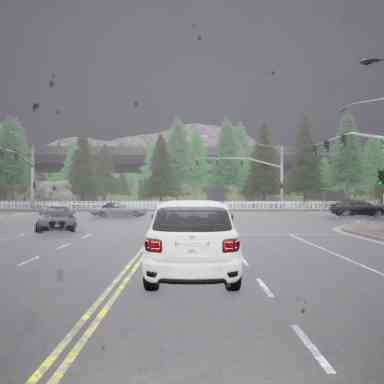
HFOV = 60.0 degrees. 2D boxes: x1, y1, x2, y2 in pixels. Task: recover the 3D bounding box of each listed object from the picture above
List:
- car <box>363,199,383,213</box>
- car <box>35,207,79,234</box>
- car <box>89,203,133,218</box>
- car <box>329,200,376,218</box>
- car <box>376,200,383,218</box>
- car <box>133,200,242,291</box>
[{"bbox_3d":[21.209,1.508,36.156,4.181,1.385,1.994,0,0,0],"label":"car"},{"bbox_3d":[-7.758,1.561,19.213,1.994,1.385,4.181,0,0,-22],"label":"car"},{"bbox_3d":[-6.281,1.572,28.837,4.718,1.301,1.895,0,0,0],"label":"car"},{"bbox_3d":[14.490,1.448,28.952,4.892,1.490,1.837,0,0,0],"label":"car"},{"bbox_3d":[17.633,1.166,25.469,5.566,2.045,2.150,0,0,0],"label":"car"},{"bbox_3d":[0.008,1.221,9.127,2.150,2.045,5.566,0,0,0],"label":"car"}]
